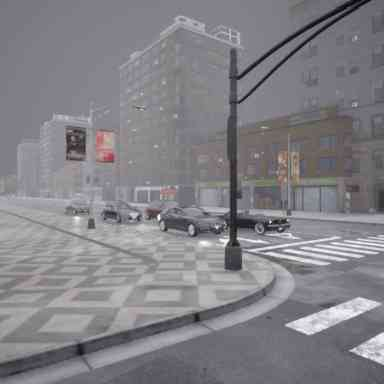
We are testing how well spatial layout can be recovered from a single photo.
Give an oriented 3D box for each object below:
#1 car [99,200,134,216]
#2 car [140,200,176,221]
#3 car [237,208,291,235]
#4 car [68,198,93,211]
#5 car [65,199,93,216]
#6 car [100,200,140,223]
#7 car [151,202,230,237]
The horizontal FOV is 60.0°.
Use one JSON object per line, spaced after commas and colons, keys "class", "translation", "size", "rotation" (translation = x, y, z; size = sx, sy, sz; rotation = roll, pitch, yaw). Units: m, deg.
{"class": "car", "translation": [-8.029, 1.622, 35.091], "size": [1.837, 1.490, 4.892], "rotation": [0, 0, -36]}
{"class": "car", "translation": [-1.947, 1.434, 26.726], "size": [2.097, 1.767, 4.553], "rotation": [0, 0, -36]}
{"class": "car", "translation": [3.381, 1.647, 19.403], "size": [1.895, 1.301, 4.718], "rotation": [0, 0, -36]}
{"class": "car", "translation": [-15.180, 1.626, 45.011], "size": [1.882, 1.535, 5.008], "rotation": [0, 0, -35]}
{"class": "car", "translation": [-11.915, 1.629, 34.912], "size": [1.837, 1.490, 4.892], "rotation": [0, 0, -36]}
{"class": "car", "translation": [-5.662, 1.581, 26.299], "size": [2.128, 1.511, 4.902], "rotation": [0, 0, -36]}
{"class": "car", "translation": [-0.163, 1.558, 18.741], "size": [1.837, 1.490, 4.892], "rotation": [0, 0, -36]}
